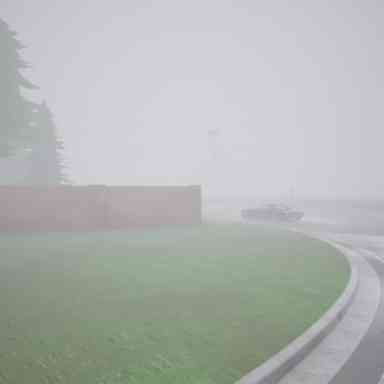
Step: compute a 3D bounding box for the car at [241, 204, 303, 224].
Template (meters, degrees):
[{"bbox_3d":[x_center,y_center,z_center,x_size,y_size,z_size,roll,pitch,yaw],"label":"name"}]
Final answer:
[{"bbox_3d":[5.738,1.553,24.607,1.895,1.301,4.718,0,0,-31],"label":"car"}]
